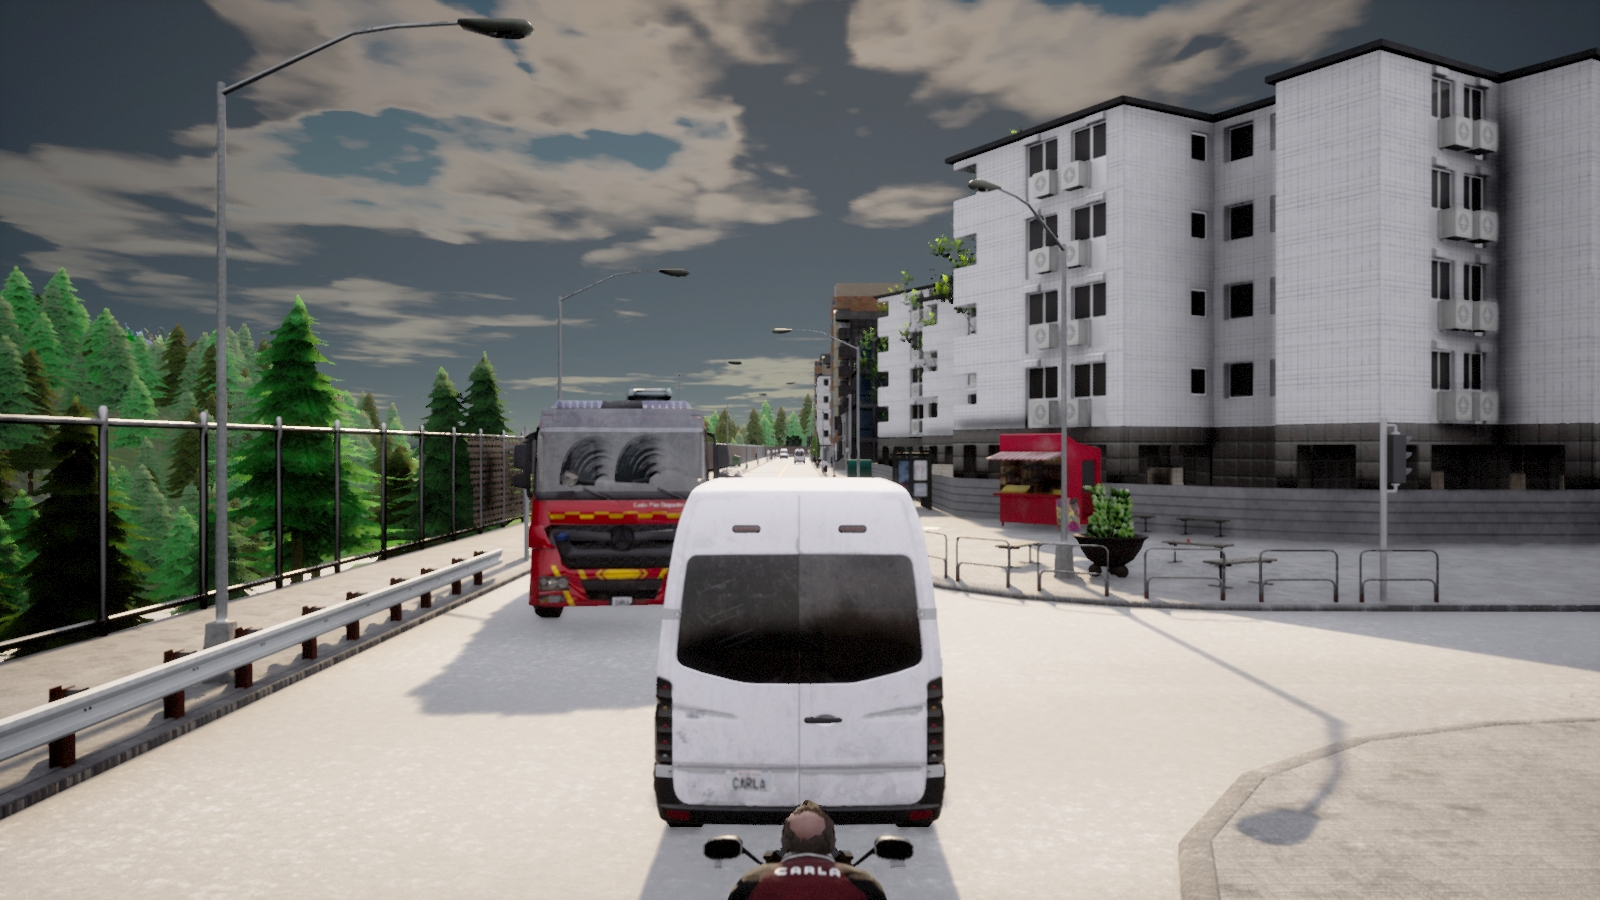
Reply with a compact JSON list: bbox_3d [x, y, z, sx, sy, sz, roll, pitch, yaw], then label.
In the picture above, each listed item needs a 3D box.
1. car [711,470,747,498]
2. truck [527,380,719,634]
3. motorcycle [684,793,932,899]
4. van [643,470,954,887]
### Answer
[{"bbox_3d":[-4.023,1.910,65.122,1.845,1.501,3.633,0,0,0],"label":"car"},{"bbox_3d":[-3.277,0.846,21.596,2.891,3.827,8.468,0,0,-8],"label":"truck"},{"bbox_3d":[0.029,2.194,4.112,0.867,1.251,2.209,0,0,1],"label":"motorcycle"},{"bbox_3d":[-0.008,1.512,10.267,1.988,2.561,5.915,0,0,0],"label":"van"}]
